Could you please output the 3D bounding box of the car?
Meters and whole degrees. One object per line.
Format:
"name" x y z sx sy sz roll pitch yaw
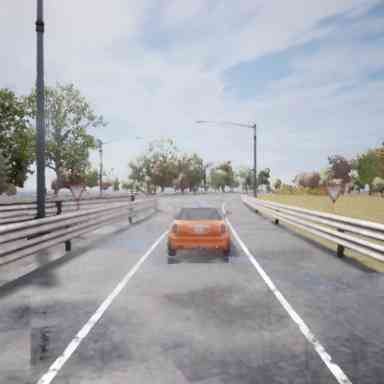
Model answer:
"car" 0.319 1.236 12.866 2.097 1.767 4.553 0 0 3
